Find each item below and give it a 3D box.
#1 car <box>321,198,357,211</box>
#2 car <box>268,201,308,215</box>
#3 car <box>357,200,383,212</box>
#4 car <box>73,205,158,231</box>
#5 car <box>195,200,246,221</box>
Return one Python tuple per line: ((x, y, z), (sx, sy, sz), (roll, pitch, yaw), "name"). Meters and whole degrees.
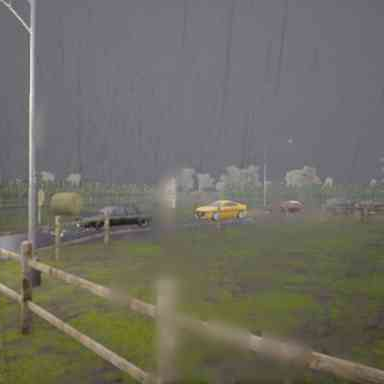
((17.696, 1.530, 40.686), (4.892, 1.490, 1.837), (0, 0, -38), "car")
((9.922, 1.615, 34.341), (4.718, 1.301, 1.895), (0, 0, -40), "car")
((21.557, 1.649, 40.077), (4.718, 1.301, 1.895), (0, 0, -37), "car")
((-4.690, 1.535, 20.997), (5.357, 1.411, 2.033), (0, 0, -44), "car")
((2.452, 1.479, 27.757), (5.008, 1.535, 1.882), (0, 0, -42), "car")
